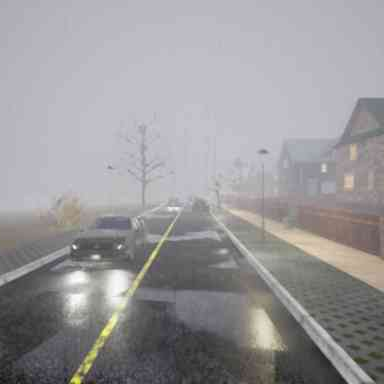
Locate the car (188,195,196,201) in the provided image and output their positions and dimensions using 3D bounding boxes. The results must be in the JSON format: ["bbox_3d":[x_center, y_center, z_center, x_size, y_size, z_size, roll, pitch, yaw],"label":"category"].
[{"bbox_3d":[0.014,1.461,82.280,1.812,1.442,4.674,0,0,0],"label":"car"}]

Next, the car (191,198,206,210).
[{"bbox_3d":[0.833,1.551,44.451,1.812,1.442,4.674,0,0,0],"label":"car"}]

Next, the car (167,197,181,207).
[{"bbox_3d":[-2.812,1.525,52.556,2.128,1.511,4.902,0,0,0],"label":"car"}]

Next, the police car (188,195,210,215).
[{"bbox_3d":[0.831,1.441,34.561,1.930,1.638,5.238,0,0,0],"label":"police car"}]

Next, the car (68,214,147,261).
[{"bbox_3d":[-2.849,1.550,12.521,2.033,1.411,5.357,0,0,0],"label":"car"}]

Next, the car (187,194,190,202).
[{"bbox_3d":[0.012,1.240,69.056,2.097,1.767,4.553,0,0,0],"label":"car"}]

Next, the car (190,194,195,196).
[{"bbox_3d":[0.833,1.487,50.641,1.801,1.575,5.366,0,0,0],"label":"car"}]
